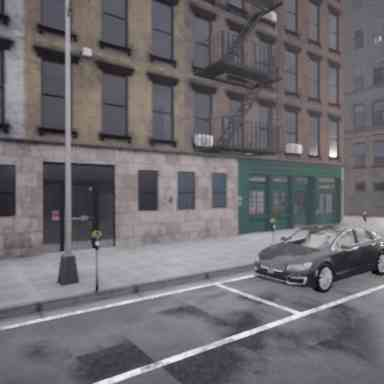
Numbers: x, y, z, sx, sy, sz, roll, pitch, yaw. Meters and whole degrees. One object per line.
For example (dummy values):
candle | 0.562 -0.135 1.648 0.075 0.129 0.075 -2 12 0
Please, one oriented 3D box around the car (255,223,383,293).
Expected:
car | 3.542 1.534 8.714 4.403 1.369 2.008 0 0 -35
